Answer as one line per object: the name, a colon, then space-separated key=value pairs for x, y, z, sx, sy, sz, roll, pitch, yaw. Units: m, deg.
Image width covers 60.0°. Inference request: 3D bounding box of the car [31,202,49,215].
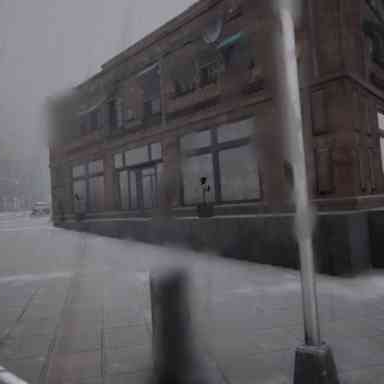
car: x=-18.771 y=1.941 z=41.175 sx=2.128 sy=1.511 sz=4.902 roll=-2 pitch=0 yaw=-25
